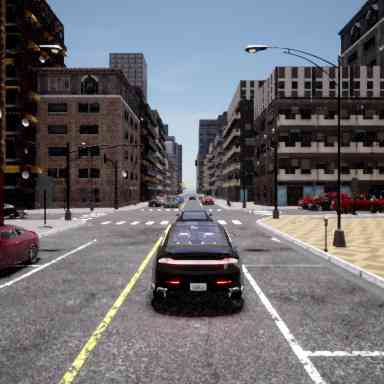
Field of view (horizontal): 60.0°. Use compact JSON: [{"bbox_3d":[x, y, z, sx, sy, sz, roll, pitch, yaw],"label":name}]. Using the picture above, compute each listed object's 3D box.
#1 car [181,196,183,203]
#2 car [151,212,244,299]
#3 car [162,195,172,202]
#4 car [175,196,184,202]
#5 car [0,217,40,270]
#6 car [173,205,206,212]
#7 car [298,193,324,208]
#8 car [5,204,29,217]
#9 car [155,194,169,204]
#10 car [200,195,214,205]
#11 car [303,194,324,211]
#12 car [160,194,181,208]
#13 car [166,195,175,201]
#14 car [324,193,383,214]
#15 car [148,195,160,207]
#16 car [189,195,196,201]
[{"bbox_3d":[-3.005,1.620,58.103,1.895,1.301,4.718,0,0,0],"label":"car"},{"bbox_3d":[0.113,1.491,8.405,2.128,1.511,4.902,0,0,0],"label":"car"},{"bbox_3d":[-5.595,1.471,73.953,1.967,1.590,4.097,0,0,0],"label":"car"},{"bbox_3d":[-2.898,1.572,79.039,2.033,1.411,5.357,0,0,0],"label":"car"},{"bbox_3d":[-5.730,1.582,9.199,1.802,1.307,4.206,0,0,0],"label":"car"},{"bbox_3d":[0.121,1.565,17.020,1.994,1.385,4.181,0,0,0],"label":"car"},{"bbox_3d":[14.608,1.015,37.512,5.009,1.841,2.192,-1,1,0],"label":"car"},{"bbox_3d":[-18.130,1.806,31.496,4.902,1.511,2.128,-1,0,0],"label":"car"},{"bbox_3d":[-5.610,1.337,62.588,2.192,1.841,5.009,0,0,0],"label":"car"},{"bbox_3d":[2.763,1.458,56.897,1.967,1.590,4.097,0,0,0],"label":"car"},{"bbox_3d":[14.609,1.231,34.941,4.674,1.442,1.812,-1,0,0],"label":"car"},{"bbox_3d":[-3.003,1.365,48.170,2.097,1.767,4.553,0,0,0],"label":"car"},{"bbox_3d":[-5.580,1.481,85.318,1.967,1.590,4.097,0,0,0],"label":"car"},{"bbox_3d":[14.731,1.029,29.134,5.009,1.841,2.192,-1,1,0],"label":"car"},{"bbox_3d":[-5.624,1.581,51.223,1.947,1.339,4.313,0,0,0],"label":"car"},{"bbox_3d":[0.118,1.598,90.083,1.994,1.385,4.181,0,0,0],"label":"car"}]
